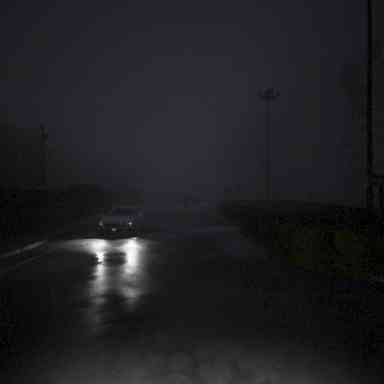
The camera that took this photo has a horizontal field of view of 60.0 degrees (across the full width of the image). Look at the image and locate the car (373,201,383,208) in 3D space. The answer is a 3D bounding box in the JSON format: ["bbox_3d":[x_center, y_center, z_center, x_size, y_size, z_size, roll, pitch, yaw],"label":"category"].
[{"bbox_3d":[21.988,1.396,36.231,3.905,1.438,1.784,0,0,0],"label":"car"}]

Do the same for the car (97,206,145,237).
[{"bbox_3d":[-3.664,1.476,17.880,1.812,1.442,4.674,0,0,0],"label":"car"}]

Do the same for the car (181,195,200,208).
[{"bbox_3d":[-0.096,1.215,46.566,2.097,1.767,4.553,0,0,0],"label":"car"}]

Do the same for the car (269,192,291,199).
[{"bbox_3d":[17.523,1.016,65.031,5.566,2.045,2.150,0,0,0],"label":"car"}]
